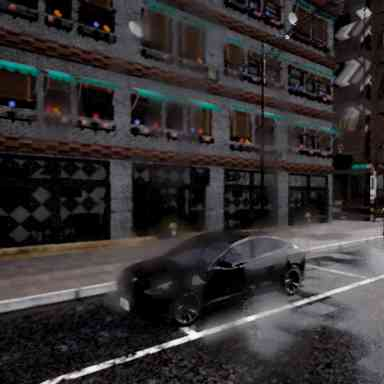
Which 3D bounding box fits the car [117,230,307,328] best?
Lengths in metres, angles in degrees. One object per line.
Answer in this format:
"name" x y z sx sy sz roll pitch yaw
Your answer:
"car" 0.617 1.536 6.985 4.313 1.339 1.947 0 1 -35
